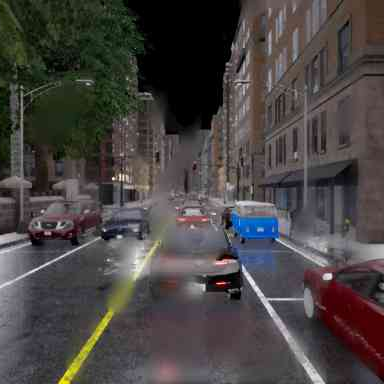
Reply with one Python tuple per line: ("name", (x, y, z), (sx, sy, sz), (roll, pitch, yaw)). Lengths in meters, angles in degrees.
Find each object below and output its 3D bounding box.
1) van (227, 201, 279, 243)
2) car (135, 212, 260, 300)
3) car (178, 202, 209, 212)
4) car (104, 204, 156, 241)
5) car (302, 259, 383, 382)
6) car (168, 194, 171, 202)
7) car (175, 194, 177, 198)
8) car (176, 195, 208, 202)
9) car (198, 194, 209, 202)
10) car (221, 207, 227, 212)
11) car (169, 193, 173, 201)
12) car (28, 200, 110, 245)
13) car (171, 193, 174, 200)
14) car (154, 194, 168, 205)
("van", (2.842, 1.336, 15.659), (1.690, 1.788, 3.998), (0, 0, 0))
("car", (0.093, 1.490, 8.346), (2.128, 1.511, 4.902), (0, 0, 0))
("car", (0.088, 1.519, 18.608), (1.812, 1.442, 4.674), (0, 0, 0))
("car", (-3.090, 1.542, 16.877), (2.033, 1.411, 5.357), (0, 0, 0))
("car", (2.851, 1.544, 4.338), (1.887, 1.381, 4.507), (0, 0, 0))
("car", (-5.722, 1.501, 64.751), (2.008, 1.369, 4.403), (0, 0, 0))
("car", (-5.740, 1.495, 86.554), (2.008, 1.369, 4.403), (0, 0, 0))
("car", (0.025, 1.338, 27.565), (2.097, 1.767, 4.553), (0, 0, 2))
("car", (2.793, 1.386, 75.696), (1.967, 1.590, 4.097), (0, 0, 0))
("car", (2.838, 1.557, 21.319), (1.947, 1.339, 4.313), (0, 0, 0))
("car", (-5.727, 1.492, 70.202), (1.887, 1.381, 4.507), (0, 0, 0))
("car", (-5.682, 1.310, 15.612), (2.192, 1.841, 5.009), (0, 0, 0))
("car", (-5.731, 1.490, 75.653), (1.887, 1.381, 4.507), (0, 0, 0))
("car", (-5.718, 1.479, 59.131), (1.752, 1.417, 4.829), (0, 0, 0))
